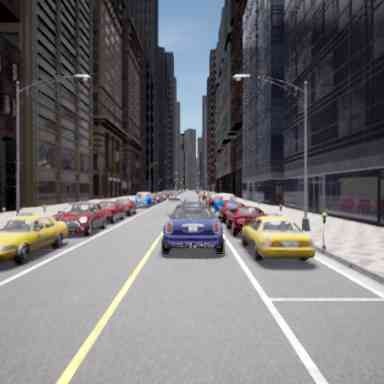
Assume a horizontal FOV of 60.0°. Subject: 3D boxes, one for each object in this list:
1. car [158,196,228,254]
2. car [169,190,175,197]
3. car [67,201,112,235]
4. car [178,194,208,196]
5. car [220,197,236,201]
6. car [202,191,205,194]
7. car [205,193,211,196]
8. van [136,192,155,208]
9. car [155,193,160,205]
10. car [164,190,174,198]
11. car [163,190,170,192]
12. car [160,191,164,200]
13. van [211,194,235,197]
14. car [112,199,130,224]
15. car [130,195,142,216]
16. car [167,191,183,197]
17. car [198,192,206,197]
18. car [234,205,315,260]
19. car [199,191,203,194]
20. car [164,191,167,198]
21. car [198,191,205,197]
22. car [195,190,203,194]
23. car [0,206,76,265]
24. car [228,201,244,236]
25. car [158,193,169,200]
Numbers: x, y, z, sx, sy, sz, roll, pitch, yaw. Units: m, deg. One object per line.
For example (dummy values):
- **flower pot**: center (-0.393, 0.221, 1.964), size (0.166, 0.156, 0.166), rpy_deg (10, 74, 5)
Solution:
- **car**: center (0.047, 1.217, 13.036), size (2.097, 1.767, 4.553), rpy_deg (0, 1, 0)
- **car**: center (-5.737, 0.384, 95.395), size (1.690, 1.788, 3.998), rpy_deg (0, 1, 0)
- **car**: center (-5.755, 1.265, 17.081), size (1.967, 1.590, 4.097), rpy_deg (0, 1, 0)
- **car**: center (0.050, 1.205, 28.109), size (2.128, 1.511, 4.902), rpy_deg (0, 1, 0)
- **car**: center (2.771, 1.313, 22.690), size (1.887, 1.381, 4.507), rpy_deg (0, 1, 0)
- **car**: center (2.777, 0.981, 45.097), size (1.967, 1.590, 4.097), rpy_deg (0, 1, 0)
- **car**: center (2.775, 1.143, 39.496), size (1.887, 1.381, 4.507), rpy_deg (0, 1, 0)
- **van**: center (-5.750, 0.939, 39.487), size (1.690, 1.788, 3.998), rpy_deg (0, 1, 0)
- **car**: center (-5.749, 1.124, 45.090), size (1.802, 1.307, 4.206), rpy_deg (0, 1, 0)
- **car**: center (-5.739, 0.464, 84.298), size (2.192, 1.841, 5.009), rpy_deg (0, 1, 0)
- **car**: center (-5.745, 0.812, 61.893), size (1.967, 1.590, 4.097), rpy_deg (0, 1, 0)
- **car**: center (-5.747, 0.925, 50.690), size (1.967, 1.590, 4.097), rpy_deg (0, 1, 0)
- **van**: center (2.773, 1.053, 28.290), size (1.690, 1.788, 3.998), rpy_deg (0, 1, 0)
- **car**: center (-5.754, 1.313, 22.683), size (1.887, 1.381, 4.507), rpy_deg (0, 1, 0)
- **car**: center (-5.753, 1.256, 28.285), size (1.887, 1.381, 4.507), rpy_deg (0, 1, 0)
- **car**: center (-3.040, 1.009, 58.264), size (1.895, 1.301, 4.718), rpy_deg (0, 1, 1)
- **car**: center (2.786, 0.645, 89.912), size (2.008, 1.369, 4.403), rpy_deg (0, 1, 0)
- **car**: center (2.769, 1.405, 11.656), size (1.752, 1.417, 4.829), rpy_deg (0, 1, 0)
- **car**: center (2.780, 0.916, 61.903), size (1.887, 1.381, 4.507), rpy_deg (0, 1, 0)
- **car**: center (-5.746, 0.994, 56.293), size (1.947, 1.339, 4.313), rpy_deg (0, 1, 0)
- **car**: center (2.788, 0.480, 95.514), size (1.967, 1.590, 4.097), rpy_deg (0, 1, 0)
- **car**: center (2.369, 0.661, 78.749), size (1.801, 1.575, 5.366), rpy_deg (0, 1, 0)
- **car**: center (-5.757, 1.409, 11.310), size (1.752, 1.417, 4.829), rpy_deg (0, 1, 0)
- **car**: center (2.770, 1.370, 17.089), size (1.887, 1.381, 4.507), rpy_deg (0, 1, 0)
- **car**: center (-5.744, 0.881, 67.495), size (1.947, 1.339, 4.313), rpy_deg (0, 1, 0)
